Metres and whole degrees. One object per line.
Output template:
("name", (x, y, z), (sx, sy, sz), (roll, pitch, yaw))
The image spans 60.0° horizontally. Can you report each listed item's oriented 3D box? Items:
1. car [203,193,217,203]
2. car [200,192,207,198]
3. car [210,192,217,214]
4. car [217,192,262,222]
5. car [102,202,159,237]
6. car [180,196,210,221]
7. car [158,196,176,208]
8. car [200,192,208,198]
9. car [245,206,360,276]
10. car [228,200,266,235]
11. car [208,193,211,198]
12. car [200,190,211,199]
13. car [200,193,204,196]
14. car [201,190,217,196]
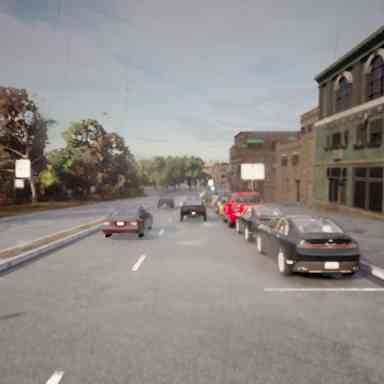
("car", (3.233, 1.050, 59.818), (2.231, 1.521, 4.892), (0, 0, 0))
("car", (3.239, 0.805, 93.285), (1.946, 1.575, 5.366), (0, 0, 0))
("car", (3.230, 1.121, 32.293), (2.185, 1.767, 4.553), (0, 0, 0))
("car", (3.229, 1.075, 21.301), (2.435, 2.045, 5.566), (0, 0, 0))
("car", (-3.147, 1.423, 17.096), (2.033, 1.411, 5.357), (0, 0, 0))
("car", (0.104, 1.295, 25.235), (1.882, 1.535, 5.008), (0, 0, 0))
("car", (-3.144, 1.209, 41.019), (1.837, 1.490, 4.892), (0, 0, 0))
("car", (3.238, 0.845, 87.760), (1.946, 1.575, 5.366), (0, 0, 0))
("car", (3.227, 1.407, 10.093), (2.231, 1.521, 4.892), (0, 0, 0))
("car", (3.230, 1.368, 15.619), (2.231, 1.521, 4.892), (0, 0, 0))
("car", (3.231, 1.202, 38.035), (1.946, 1.575, 5.366), (0, 0, 0))
("car", (3.235, 0.638, 81.950), (2.435, 2.045, 5.566), (0, 0, 0))
("car", (0.106, 1.247, 41.651), (2.033, 1.411, 5.357), (0, 0, 0))
("car", (3.233, 0.837, 54.326), (2.435, 2.045, 5.566), (0, 0, 0))
